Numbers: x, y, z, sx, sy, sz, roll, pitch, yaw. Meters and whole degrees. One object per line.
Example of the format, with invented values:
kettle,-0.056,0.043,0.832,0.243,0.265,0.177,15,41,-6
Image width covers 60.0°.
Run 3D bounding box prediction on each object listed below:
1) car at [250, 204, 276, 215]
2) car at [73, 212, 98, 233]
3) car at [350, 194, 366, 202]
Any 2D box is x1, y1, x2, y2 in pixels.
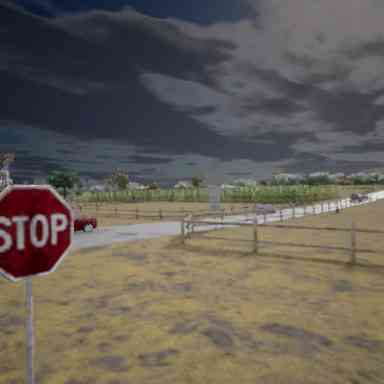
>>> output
car,10.178,2.471,47.300,2.033,1.411,5.357,-2,-1,37
car,-8.601,2.030,21.884,1.882,1.535,5.008,-2,-2,36
car,41.361,1.448,83.683,2.150,2.045,5.566,-2,0,36
